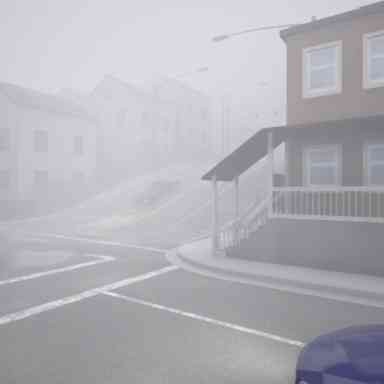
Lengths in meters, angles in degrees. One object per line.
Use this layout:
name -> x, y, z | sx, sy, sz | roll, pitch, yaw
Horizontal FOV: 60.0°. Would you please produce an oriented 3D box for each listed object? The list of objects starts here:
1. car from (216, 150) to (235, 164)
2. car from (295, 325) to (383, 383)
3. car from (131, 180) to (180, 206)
car -> 4.544, -4.066, 38.567 | 1.812, 1.442, 4.674 | 0, 11, 35
car -> 2.949, 1.526, 1.860 | 4.674, 1.442, 1.812 | 0, 0, 36
car -> -2.990, -0.055, 27.712 | 1.895, 1.301, 4.718 | 0, 21, 34
